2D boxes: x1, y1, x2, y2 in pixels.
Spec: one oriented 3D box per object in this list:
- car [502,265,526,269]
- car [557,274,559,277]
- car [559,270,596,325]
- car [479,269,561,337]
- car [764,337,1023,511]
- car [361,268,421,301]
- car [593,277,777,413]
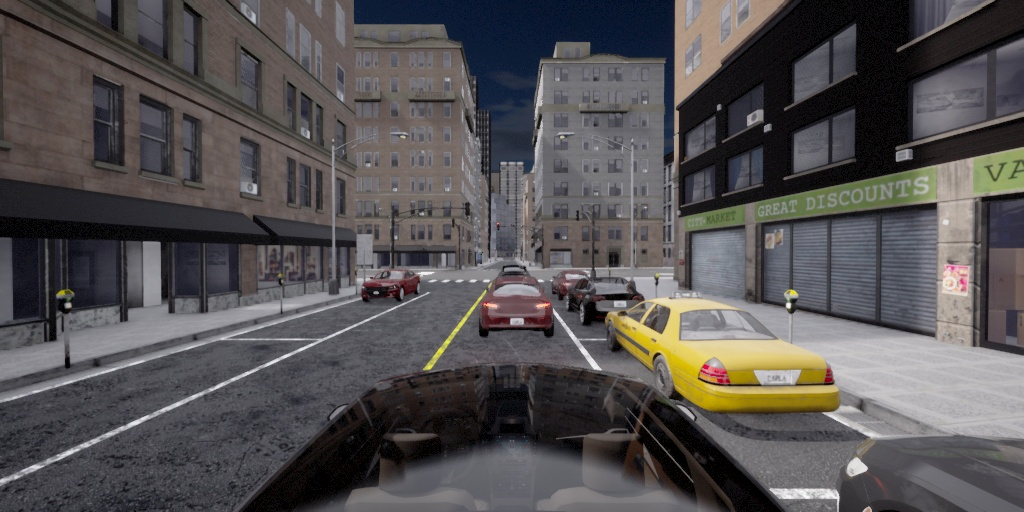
[{"bbox_3d":[0.116,1.248,20.446,1.837,1.490,4.892,0,0,0],"label":"car"},{"bbox_3d":[2.889,1.326,17.189,1.802,1.307,4.207,0,0,0],"label":"car"},{"bbox_3d":[2.884,1.312,11.603,1.948,1.339,4.313,0,0,0],"label":"car"},{"bbox_3d":[0.102,1.273,10.167,1.812,1.442,4.674,0,0,0],"label":"car"},{"bbox_3d":[2.872,1.301,0.431,2.007,1.370,4.403,0,0,0],"label":"car"},{"bbox_3d":[-5.656,1.289,17.195,1.888,1.381,4.507,0,0,0],"label":"car"},{"bbox_3d":[2.878,1.274,6.187,1.751,1.417,4.829,0,0,0],"label":"car"}]
